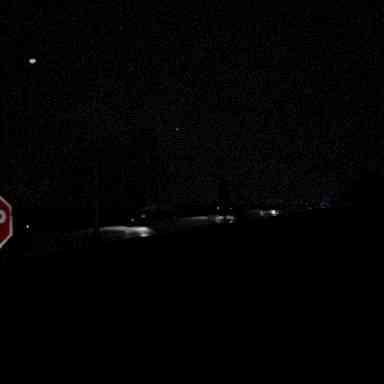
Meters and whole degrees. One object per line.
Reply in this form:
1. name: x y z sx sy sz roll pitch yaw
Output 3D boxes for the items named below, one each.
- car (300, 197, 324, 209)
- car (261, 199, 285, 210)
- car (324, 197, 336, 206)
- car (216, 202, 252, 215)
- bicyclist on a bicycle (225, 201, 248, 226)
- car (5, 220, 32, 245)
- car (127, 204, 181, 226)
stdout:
1. car: 16.690 1.591 46.760 1.994 1.385 4.181 -2 -1 35
2. car: 10.542 1.598 43.101 1.812 1.442 4.674 -2 -1 36
3. car: 22.406 1.571 54.871 1.882 1.535 5.008 -2 -1 35
4. car: 4.368 1.664 34.398 1.895 1.301 4.718 -2 -1 35
5. bicyclist on a bicycle: 2.921 1.415 21.990 1.656 1.620 0.582 -1 0 35
6. car: -9.348 1.645 13.695 2.033 1.411 5.357 -2 -1 23
7. car: -2.685 1.611 24.419 1.812 1.442 4.674 -2 0 35
